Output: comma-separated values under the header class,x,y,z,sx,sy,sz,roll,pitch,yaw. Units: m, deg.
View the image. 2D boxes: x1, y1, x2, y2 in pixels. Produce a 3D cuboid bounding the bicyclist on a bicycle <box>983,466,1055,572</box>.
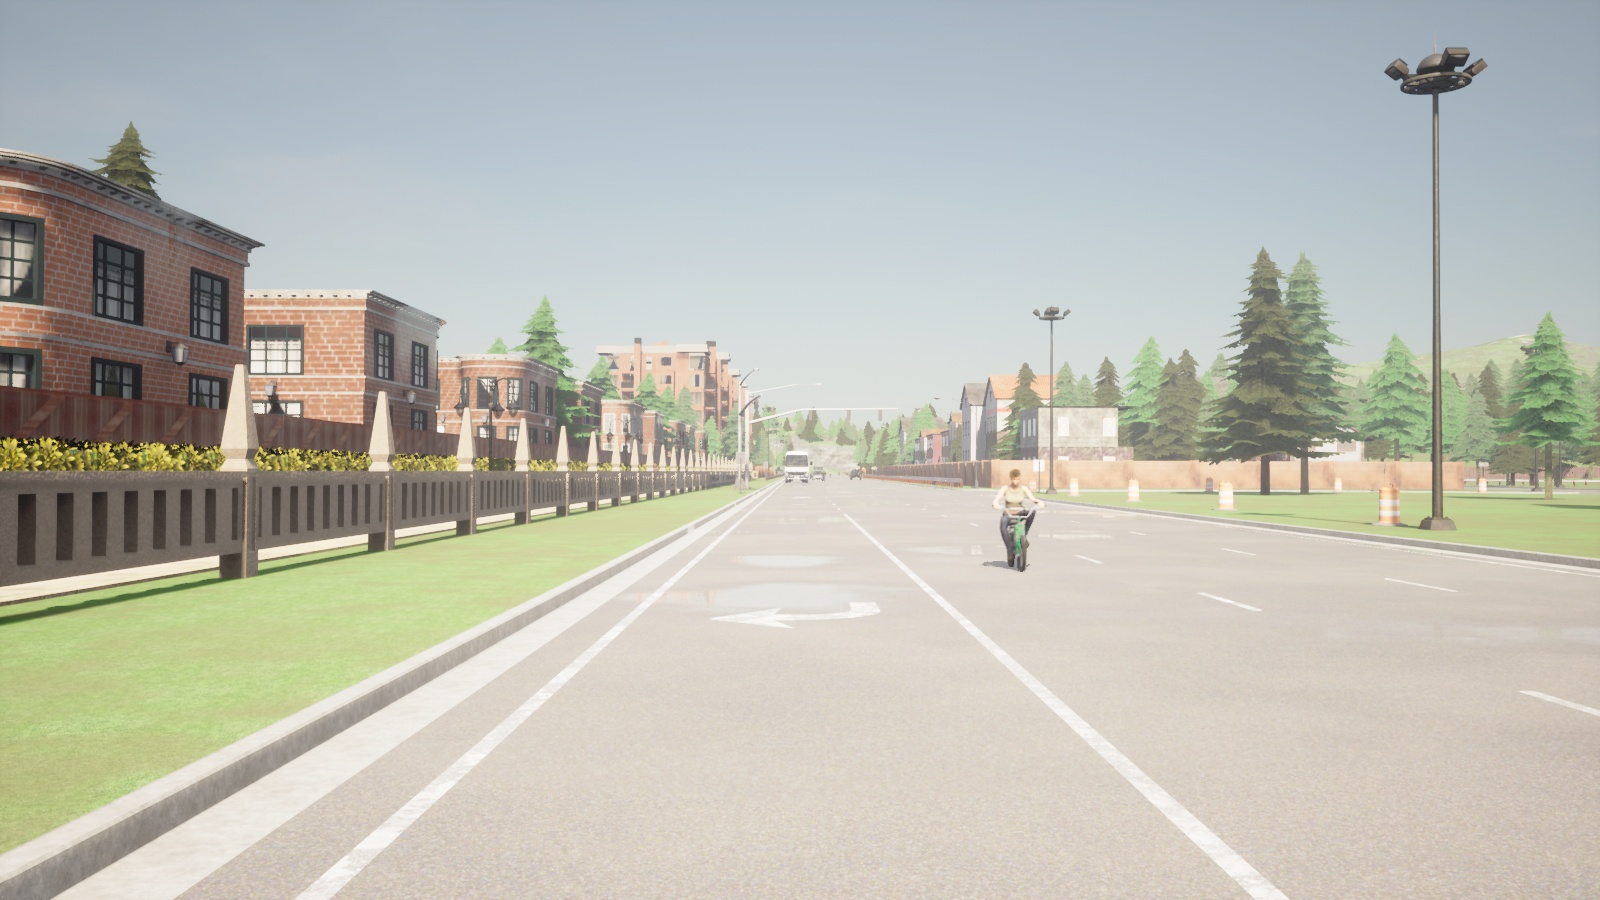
class,x,y,z,sx,sy,sz,roll,pitch,yaw
bicyclist on a bicycle,3.456,1.072,19.917,0.866,1.612,1.509,0,-1,0
